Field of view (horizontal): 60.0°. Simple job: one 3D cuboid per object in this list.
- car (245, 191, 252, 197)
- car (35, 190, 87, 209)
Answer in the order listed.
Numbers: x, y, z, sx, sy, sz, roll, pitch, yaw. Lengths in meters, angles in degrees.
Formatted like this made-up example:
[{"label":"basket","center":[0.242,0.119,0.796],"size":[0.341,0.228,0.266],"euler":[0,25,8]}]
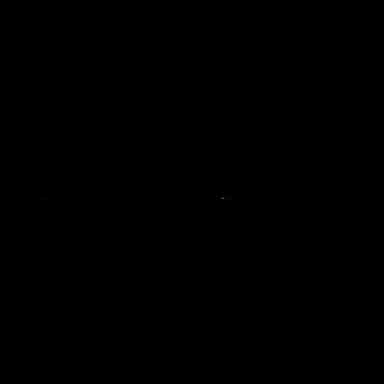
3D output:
[{"label":"car","center":[11.226,0.374,69.338],"size":[1.994,1.385,4.181],"euler":[0,0,36]},{"label":"car","center":[-14.702,0.764,37.434],"size":[2.150,2.045,5.566],"euler":[0,2,40]}]
